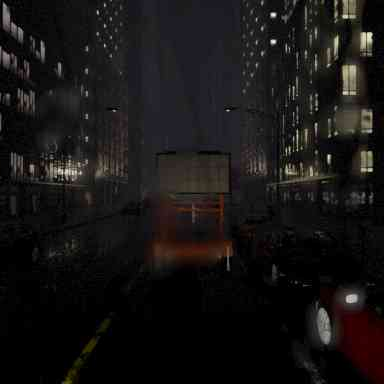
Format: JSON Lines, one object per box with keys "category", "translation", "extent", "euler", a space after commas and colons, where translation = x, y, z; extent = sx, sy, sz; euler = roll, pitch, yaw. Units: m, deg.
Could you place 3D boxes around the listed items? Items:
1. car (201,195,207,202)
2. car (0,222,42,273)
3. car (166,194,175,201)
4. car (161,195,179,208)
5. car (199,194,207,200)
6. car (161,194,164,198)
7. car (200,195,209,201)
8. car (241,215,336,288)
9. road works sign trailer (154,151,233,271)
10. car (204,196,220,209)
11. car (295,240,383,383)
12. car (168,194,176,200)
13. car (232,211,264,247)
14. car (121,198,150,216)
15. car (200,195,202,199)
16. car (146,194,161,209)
{"category": "car", "translation": [2.929, 1.531, 54.378], "extent": [1.802, 1.307, 4.206], "euler": [1, 0, 0]}
{"category": "car", "translation": [-5.646, 1.550, 9.021], "extent": [2.008, 1.369, 4.403], "euler": [0, 0, 0]}
{"category": "car", "translation": [-5.329, 1.320, 82.805], "extent": [1.967, 1.590, 4.097], "euler": [1, 0, 0]}
{"category": "car", "translation": [-2.800, 1.525, 47.063], "extent": [1.994, 1.385, 4.181], "euler": [0, 0, 0]}
{"category": "car", "translation": [3.099, 1.390, 94.101], "extent": [1.887, 1.381, 4.507], "euler": [1, 0, 0]}
{"category": "car", "translation": [-5.474, 1.274, 48.752], "extent": [2.192, 1.841, 5.009], "euler": [0, 0, 0]}
{"category": "car", "translation": [3.050, 1.446, 82.751], "extent": [1.947, 1.339, 4.313], "euler": [1, 0, 0]}
{"category": "car", "translation": [2.734, 1.550, 8.978], "extent": [2.008, 1.369, 4.403], "euler": [0, 0, 0]}
{"category": "road works sign trailer", "translation": [0.046, 0.463, 10.901], "extent": [2.380, 3.560, 2.880], "euler": [0, 0, 0]}
{"category": "car", "translation": [2.880, 1.533, 43.029], "extent": [1.947, 1.339, 4.313], "euler": [0, 0, 0]}
{"category": "car", "translation": [2.710, 1.545, 3.304], "extent": [1.887, 1.381, 4.507], "euler": [0, 0, 0]}
{"category": "car", "translation": [-5.306, 1.388, 88.311], "extent": [1.752, 1.417, 4.829], "euler": [1, 0, 0]}
{"category": "car", "translation": [2.759, 1.522, 14.825], "extent": [1.752, 1.417, 4.829], "euler": [0, 0, 0]}
{"category": "car", "translation": [-5.549, 1.527, 31.725], "extent": [1.887, 1.381, 4.507], "euler": [0, 0, 0]}
{"category": "car", "translation": [2.953, 1.519, 60.052], "extent": [1.802, 1.307, 4.206], "euler": [1, 0, 0]}
{"category": "car", "translation": [-5.499, 1.408, 43.077], "extent": [1.967, 1.590, 4.097], "euler": [0, 0, 0]}
